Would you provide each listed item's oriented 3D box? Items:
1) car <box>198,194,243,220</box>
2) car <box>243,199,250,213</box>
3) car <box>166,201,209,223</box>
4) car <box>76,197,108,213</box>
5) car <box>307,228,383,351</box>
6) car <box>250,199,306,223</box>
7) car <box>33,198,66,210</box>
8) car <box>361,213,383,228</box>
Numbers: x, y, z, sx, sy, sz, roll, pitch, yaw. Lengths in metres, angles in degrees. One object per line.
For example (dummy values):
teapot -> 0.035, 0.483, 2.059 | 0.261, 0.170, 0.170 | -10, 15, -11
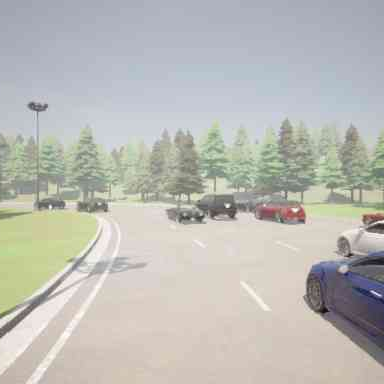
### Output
car -> 1.904, 1.222, 28.859 | 2.150, 2.045, 5.566 | 0, 0, -20
car -> 6.129, 1.490, 37.057 | 2.128, 1.511, 4.902 | 0, 0, -25
car -> -0.624, 1.601, 25.580 | 1.895, 1.301, 4.718 | 0, 0, -18
car -> -11.310, 1.352, 37.463 | 2.097, 1.767, 4.553 | 0, 0, -41
car -> 3.284, 1.526, 4.713 | 1.812, 1.442, 4.674 | 0, 0, -4
car -> 6.640, 1.352, 25.487 | 2.097, 1.767, 4.553 | 0, 0, -17
car -> -18.820, 1.505, 43.892 | 4.892, 1.490, 1.837 | 0, 0, 30
car -> 6.270, 1.526, 9.951 | 1.812, 1.442, 4.674 | 0, 0, -6
